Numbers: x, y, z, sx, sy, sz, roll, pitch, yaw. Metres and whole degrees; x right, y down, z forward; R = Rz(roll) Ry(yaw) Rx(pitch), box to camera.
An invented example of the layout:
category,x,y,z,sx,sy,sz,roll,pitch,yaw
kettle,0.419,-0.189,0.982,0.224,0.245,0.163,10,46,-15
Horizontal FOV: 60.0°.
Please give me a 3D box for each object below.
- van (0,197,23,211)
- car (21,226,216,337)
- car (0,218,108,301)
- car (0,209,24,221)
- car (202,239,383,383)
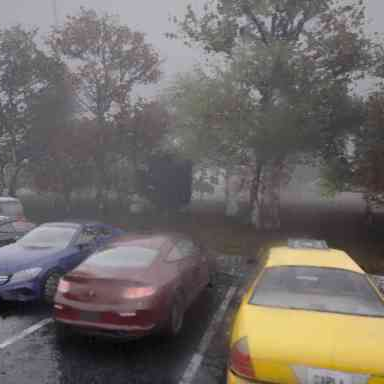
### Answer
category,x,y,z,sx,sy,sz,roll,pitch,yaw
van,-8.056,1.149,11.547,1.878,1.987,4.442,1,0,14
car,-0.750,1.492,6.596,2.002,1.452,4.674,0,0,15
car,-3.173,1.467,8.274,2.002,1.452,4.674,1,0,15
car,-5.589,1.442,9.975,2.002,1.452,4.674,0,0,14
car,1.733,1.475,5.071,1.946,1.575,5.366,0,0,15
